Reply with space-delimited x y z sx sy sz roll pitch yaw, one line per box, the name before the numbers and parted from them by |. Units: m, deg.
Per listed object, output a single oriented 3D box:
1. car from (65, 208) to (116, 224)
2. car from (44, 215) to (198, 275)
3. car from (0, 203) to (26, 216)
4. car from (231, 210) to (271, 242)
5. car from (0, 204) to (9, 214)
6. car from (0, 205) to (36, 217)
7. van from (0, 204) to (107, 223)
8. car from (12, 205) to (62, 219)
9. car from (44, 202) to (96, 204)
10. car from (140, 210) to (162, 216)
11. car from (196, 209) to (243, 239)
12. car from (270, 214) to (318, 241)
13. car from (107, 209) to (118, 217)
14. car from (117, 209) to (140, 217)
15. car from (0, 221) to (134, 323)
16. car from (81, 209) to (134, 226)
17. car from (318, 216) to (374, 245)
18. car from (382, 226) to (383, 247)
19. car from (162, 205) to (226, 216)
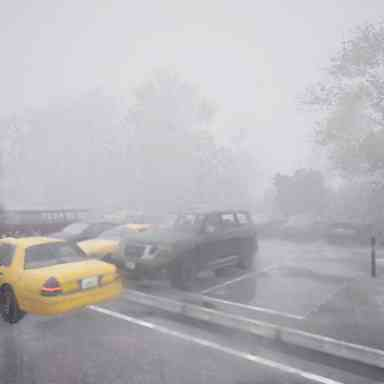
car | -10.517 2.473 34.860 2.163 1.488 4.792 0 -2 37
car | -2.229 1.839 12.082 1.946 1.575 5.366 -1 -2 37
car | -26.079 2.413 46.499 2.185 1.767 4.553 0 -2 37
car | 5.039 2.233 23.210 2.097 1.535 5.008 -1 -2 37
car | -30.655 2.553 49.645 1.946 1.575 5.366 0 -2 37
car | -23.892 2.555 44.784 2.163 1.488 4.792 0 -2 37
van | -6.538 1.693 15.686 1.878 1.987 4.442 -1 -2 37
car | -19.316 2.504 41.634 1.946 1.575 5.366 0 -2 37
car | -12.771 2.209 36.483 2.435 2.045 5.566 0 -2 37
car | -1.638 2.335 28.184 2.231 1.521 4.892 -1 -2 37
car | 2.815 2.267 24.871 2.097 1.535 5.008 -1 -2 37
car | 7.263 2.201 21.549 2.231 1.521 4.892 -1 -2 37
car | -5.974 2.396 31.661 1.946 1.575 5.366 -1 -2 37
car | -3.863 2.365 29.847 2.097 1.535 5.008 -1 -2 37
car | -3.922 1.662 7.642 5.366 1.575 1.801 -1 -2 37
car | -8.323 2.451 33.148 2.163 1.488 4.792 0 -2 37
car | 9.499 2.196 19.906 2.163 1.488 4.792 -1 -2 37
car | 11.594 2.124 18.074 1.946 1.575 5.366 -1 -2 37
car | 0.573 2.048 26.513 2.435 2.045 5.566 -1 -2 37
